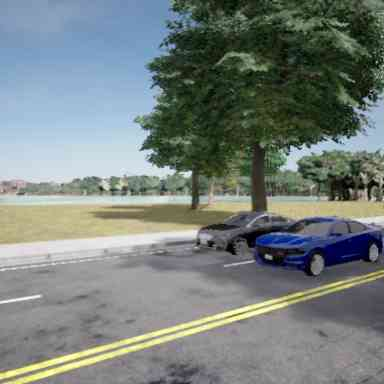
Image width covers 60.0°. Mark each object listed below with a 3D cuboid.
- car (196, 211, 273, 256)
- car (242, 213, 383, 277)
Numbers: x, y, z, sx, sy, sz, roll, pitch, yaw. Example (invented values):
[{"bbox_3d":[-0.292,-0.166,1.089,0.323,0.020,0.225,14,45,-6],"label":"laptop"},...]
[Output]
[{"bbox_3d":[2.412,1.550,13.390,4.902,1.511,2.128,0,0,-35],"label":"car"},{"bbox_3d":[4.147,1.535,10.635,5.008,1.535,1.882,0,0,-35],"label":"car"}]
